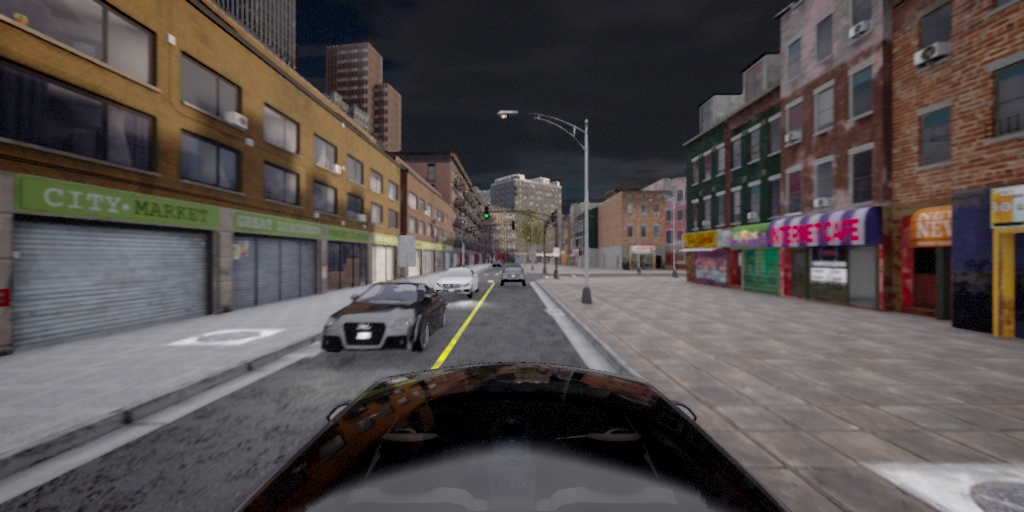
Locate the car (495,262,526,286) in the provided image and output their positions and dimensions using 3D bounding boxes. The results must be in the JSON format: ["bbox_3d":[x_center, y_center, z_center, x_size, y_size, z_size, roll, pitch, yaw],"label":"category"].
[{"bbox_3d":[0.084,1.391,26.682,2.033,1.411,5.357,0,0,0],"label":"car"}]

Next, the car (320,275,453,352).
[{"bbox_3d":[-2.848,1.340,8.845,1.994,1.385,4.181,0,0,-1],"label":"car"}]

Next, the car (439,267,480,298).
[{"bbox_3d":[-2.814,1.340,19.271,1.812,1.442,4.674,0,0,1],"label":"car"}]
